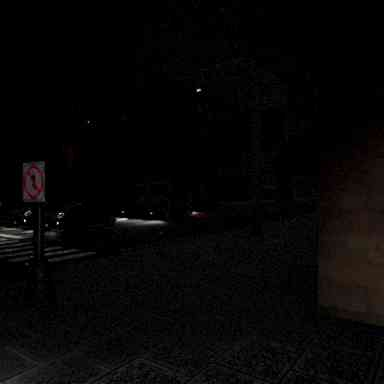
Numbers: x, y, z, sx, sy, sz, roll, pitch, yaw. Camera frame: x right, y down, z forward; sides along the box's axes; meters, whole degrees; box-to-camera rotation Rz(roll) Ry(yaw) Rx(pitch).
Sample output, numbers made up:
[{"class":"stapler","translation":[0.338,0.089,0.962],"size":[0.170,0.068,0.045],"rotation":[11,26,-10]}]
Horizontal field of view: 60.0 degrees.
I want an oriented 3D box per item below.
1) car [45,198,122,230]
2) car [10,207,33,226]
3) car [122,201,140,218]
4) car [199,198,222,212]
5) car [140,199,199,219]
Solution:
[{"class":"car","translation":[-6.929,1.298,20.648],"size":[2.097,1.767,4.553],"rotation":[0,0,35]},{"class":"car","translation":[-9.653,1.304,22.428],"size":[2.097,1.767,4.553],"rotation":[0,0,35]},{"class":"car","translation":[-4.663,1.480,29.487],"size":[1.994,1.385,4.181],"rotation":[0,0,35]},{"class":"car","translation":[1.383,1.419,38.017],"size":[2.033,1.411,5.357],"rotation":[0,0,36]},{"class":"car","translation":[-1.793,1.413,27.904],"size":[1.837,1.490,4.892],"rotation":[0,0,35]}]
